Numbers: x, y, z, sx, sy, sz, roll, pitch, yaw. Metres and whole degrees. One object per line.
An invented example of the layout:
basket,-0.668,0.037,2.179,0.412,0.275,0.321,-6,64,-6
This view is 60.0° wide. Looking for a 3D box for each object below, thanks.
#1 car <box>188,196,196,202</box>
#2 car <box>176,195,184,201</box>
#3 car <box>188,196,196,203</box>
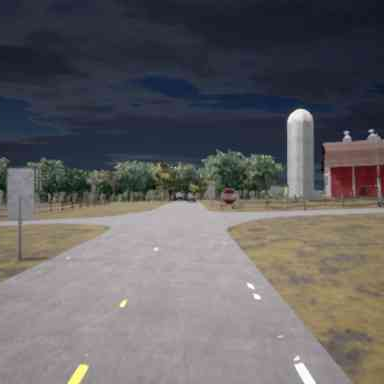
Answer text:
car,-0.021,1.784,84.607,1.994,1.385,4.181,0,-1,0
car,-2.769,1.347,78.790,2.033,1.411,5.357,0,-1,0
car,-0.019,1.637,74.177,1.837,1.490,4.892,0,-1,0
